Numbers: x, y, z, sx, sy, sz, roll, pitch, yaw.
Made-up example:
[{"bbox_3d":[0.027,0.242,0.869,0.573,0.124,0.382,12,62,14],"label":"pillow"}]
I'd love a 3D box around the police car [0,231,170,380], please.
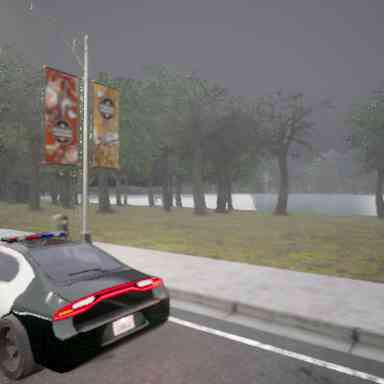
[{"bbox_3d":[-2.814,1.471,5.575,4.974,1.542,2.038,0,0,36],"label":"police car"}]
